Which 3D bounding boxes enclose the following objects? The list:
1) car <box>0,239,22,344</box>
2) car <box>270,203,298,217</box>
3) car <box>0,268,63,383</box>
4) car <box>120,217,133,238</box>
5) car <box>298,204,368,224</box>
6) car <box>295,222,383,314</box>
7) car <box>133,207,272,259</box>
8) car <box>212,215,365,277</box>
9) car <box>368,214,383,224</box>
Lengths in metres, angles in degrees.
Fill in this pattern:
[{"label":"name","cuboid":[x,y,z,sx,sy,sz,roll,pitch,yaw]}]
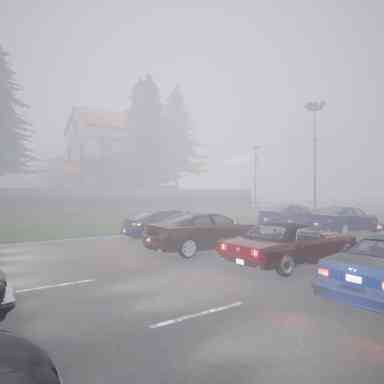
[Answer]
[{"label":"car","cuboid":[-5.087,1.601,4.540,4.718,1.301,1.895,0,0,-34]},{"label":"car","cuboid":[6.383,1.478,21.218,5.008,1.535,1.882,0,0,-36]},{"label":"car","cuboid":[-3.154,1.492,1.512,4.902,1.511,2.128,0,0,-35]},{"label":"car","cuboid":[-1.087,1.526,15.885,4.674,1.442,1.812,0,0,-36]},{"label":"car","cuboid":[8.326,1.478,18.307,5.008,1.535,1.882,0,0,-36]},{"label":"car","cuboid":[4.835,1.547,7.204,5.357,1.411,2.033,0,0,-35]},{"label":"car","cuboid":[0.538,1.478,12.752,5.008,1.535,1.882,0,0,-35]},{"label":"car","cuboid":[3.114,1.601,10.289,4.718,1.301,1.895,0,0,-35]},{"label":"car","cuboid":[10.526,1.601,15.576,4.718,1.301,1.895,0,0,-36]}]
